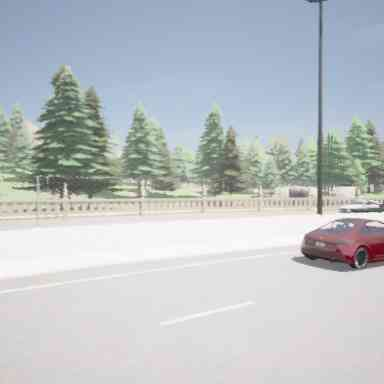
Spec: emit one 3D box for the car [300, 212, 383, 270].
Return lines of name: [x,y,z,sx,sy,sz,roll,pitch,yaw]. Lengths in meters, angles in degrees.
car: [5.611,1.549,10.997,4.181,1.385,1.994,0,0,-29]

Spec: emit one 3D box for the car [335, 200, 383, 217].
car: [15.813,1.487,30.834,4.674,1.442,1.812,0,0,-19]

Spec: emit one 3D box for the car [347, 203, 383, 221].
car: [15.188,1.571,26.960,4.718,1.301,1.895,0,0,-20]
